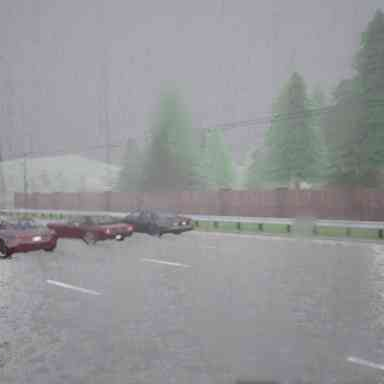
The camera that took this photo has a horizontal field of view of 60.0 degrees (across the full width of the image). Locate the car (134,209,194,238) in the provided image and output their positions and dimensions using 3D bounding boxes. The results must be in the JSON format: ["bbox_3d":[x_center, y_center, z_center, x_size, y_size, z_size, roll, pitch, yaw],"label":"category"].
[{"bbox_3d":[-2.448,1.685,18.528,5.357,1.411,2.033,-1,0,36],"label":"car"}]

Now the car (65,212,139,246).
[{"bbox_3d":[-5.072,1.746,16.112,4.718,1.301,1.895,-1,0,36],"label":"car"}]

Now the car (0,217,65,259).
[{"bbox_3d":[-7.333,1.713,13.433,4.181,1.385,1.994,-1,0,36],"label":"car"}]
